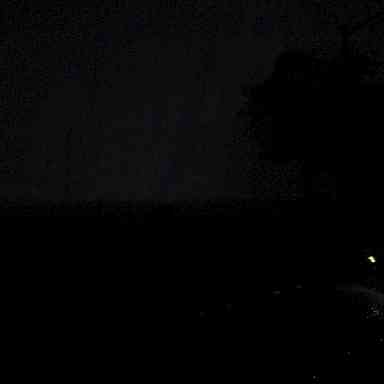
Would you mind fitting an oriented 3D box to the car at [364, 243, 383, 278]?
[{"bbox_3d":[6.818,1.534,9.057,5.357,1.411,2.033,0,0,-37],"label":"car"}]
